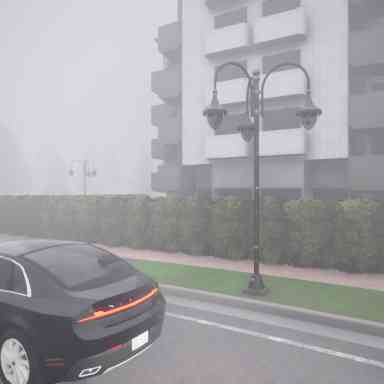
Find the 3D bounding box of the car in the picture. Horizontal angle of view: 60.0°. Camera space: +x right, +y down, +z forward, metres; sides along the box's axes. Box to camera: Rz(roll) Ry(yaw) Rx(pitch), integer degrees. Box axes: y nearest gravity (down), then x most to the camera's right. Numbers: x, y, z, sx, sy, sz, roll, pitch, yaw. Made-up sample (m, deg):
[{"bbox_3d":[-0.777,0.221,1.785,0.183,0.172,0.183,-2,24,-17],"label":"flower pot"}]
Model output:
[{"bbox_3d":[-2.698,1.505,5.158,4.892,1.490,1.837,0,0,31],"label":"car"}]
